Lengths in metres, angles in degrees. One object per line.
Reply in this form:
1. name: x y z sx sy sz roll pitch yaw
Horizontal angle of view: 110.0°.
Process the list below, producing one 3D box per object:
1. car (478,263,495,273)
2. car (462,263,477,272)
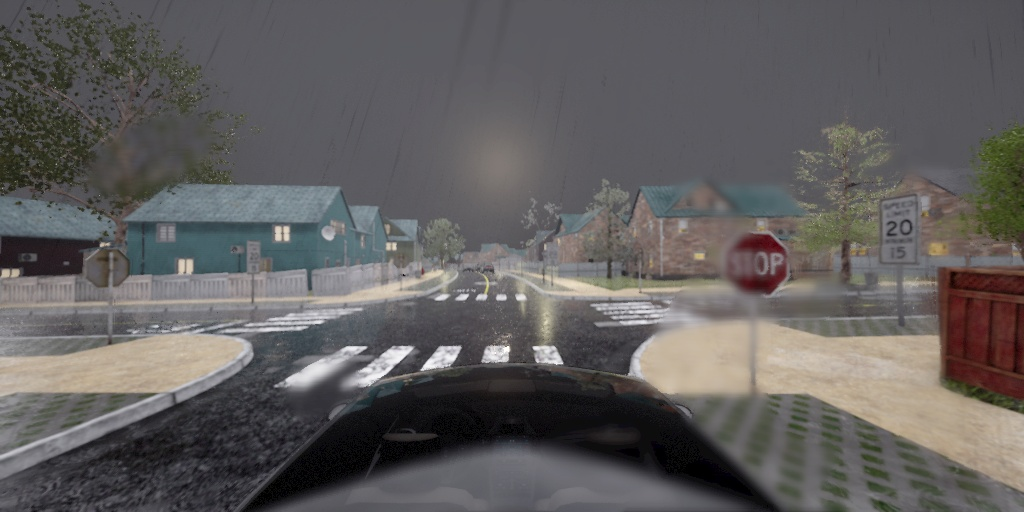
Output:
1. car: -3.878 1.911 56.297 1.837 1.490 4.892 0 -1 -10
2. car: -7.421 1.983 60.339 1.837 1.490 4.892 0 -1 -10
